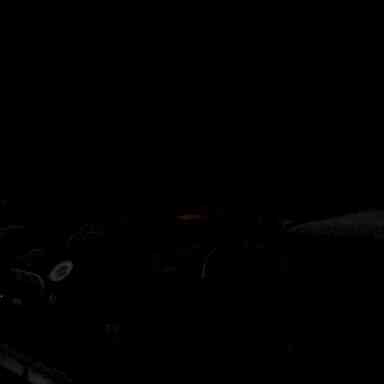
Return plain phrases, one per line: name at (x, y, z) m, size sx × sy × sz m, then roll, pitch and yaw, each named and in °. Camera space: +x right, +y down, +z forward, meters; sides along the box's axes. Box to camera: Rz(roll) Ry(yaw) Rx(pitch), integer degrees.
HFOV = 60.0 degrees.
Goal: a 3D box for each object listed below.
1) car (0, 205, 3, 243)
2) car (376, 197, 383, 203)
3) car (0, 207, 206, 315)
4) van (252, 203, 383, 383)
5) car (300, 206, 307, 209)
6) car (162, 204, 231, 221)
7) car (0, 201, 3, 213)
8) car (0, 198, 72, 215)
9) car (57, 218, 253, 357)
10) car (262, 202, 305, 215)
car at (-11.072, 1.519, 14.389) m, size 2.185 × 1.767 × 4.553 m, roll -1°, pitch 0°, yaw 35°
car at (9.835, 1.248, 15.640) m, size 2.435 × 2.045 × 5.566 m, roll -1°, pitch 0°, yaw 35°
car at (-1.899, 1.419, 7.939) m, size 2.185 × 1.767 × 4.553 m, roll -1°, pitch 0°, yaw 35°
van at (2.717, 1.268, 4.759) m, size 1.878 × 1.987 × 4.442 m, roll -1°, pitch 0°, yaw 35°
car at (7.542, 1.554, 17.201) m, size 2.163 × 1.488 × 4.792 m, roll -1°, pitch 0°, yaw 35°
car at (0.666, 1.596, 21.901) m, size 1.946 × 1.575 × 5.366 m, roll -1°, pitch 0°, yaw 35°
car at (-26.579, 1.940, 41.510) m, size 2.002 × 1.452 × 4.674 m, roll -1°, pitch 0°, yaw 35°
car at (-6.503, 1.343, 11.141) m, size 2.435 × 2.045 × 5.566 m, roll -1°, pitch 0°, yaw 35°
car at (0.364, 1.520, 6.283) m, size 2.231 × 1.521 × 4.892 m, roll -1°, pitch 0°, yaw 35°
car at (5.313, 1.424, 18.860) m, size 2.185 × 1.767 × 4.553 m, roll -1°, pitch 0°, yaw 35°
